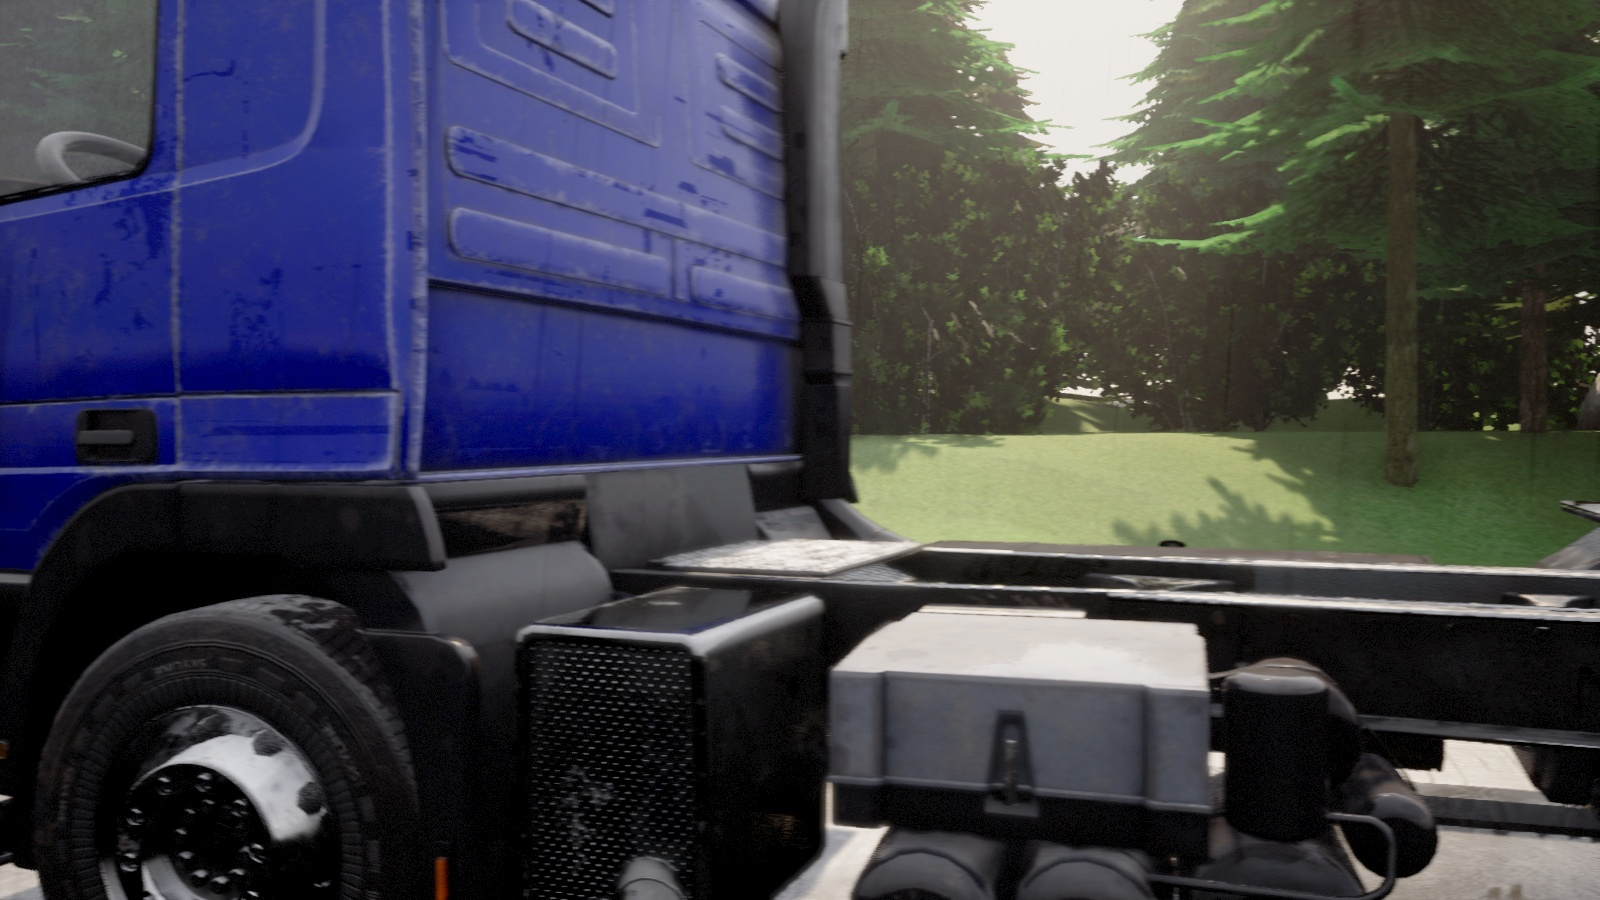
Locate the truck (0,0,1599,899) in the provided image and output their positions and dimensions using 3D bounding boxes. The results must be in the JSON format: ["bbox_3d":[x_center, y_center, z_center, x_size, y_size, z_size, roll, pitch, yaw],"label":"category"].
[{"bbox_3d":[1.067,-0.207,3.443,7.936,3.462,2.891,1,1,23],"label":"truck"}]
